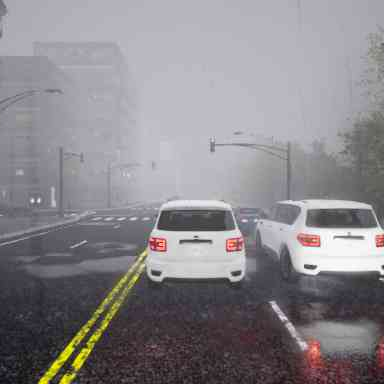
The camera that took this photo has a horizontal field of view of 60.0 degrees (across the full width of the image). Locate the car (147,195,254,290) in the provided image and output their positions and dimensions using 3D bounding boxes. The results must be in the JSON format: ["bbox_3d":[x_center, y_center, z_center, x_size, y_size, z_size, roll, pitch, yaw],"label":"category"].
[{"bbox_3d":[0.108,1.222,9.212,2.150,2.045,5.566,0,0,1],"label":"car"}]

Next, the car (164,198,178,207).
[{"bbox_3d":[-3.280,1.620,52.778,1.895,1.301,4.718,0,0,0],"label":"car"}]

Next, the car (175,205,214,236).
[{"bbox_3d":[0.123,1.551,19.768,2.033,1.411,5.357,0,0,0],"label":"car"}]

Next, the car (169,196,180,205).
[{"bbox_3d":[-3.247,1.553,61.700,1.812,1.442,4.674,0,0,0],"label":"car"}]

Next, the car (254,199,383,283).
[{"bbox_3d":[3.363,1.222,9.785,2.150,2.045,5.566,0,0,0],"label":"car"}]

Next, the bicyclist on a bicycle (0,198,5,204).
[{"bbox_3d":[-24.828,1.591,43.517,0.582,1.620,1.656,-1,0,-1],"label":"bicyclist on a bicycle"}]

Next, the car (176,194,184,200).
[{"bbox_3d":[-3.150,1.208,87.222,2.033,1.411,5.357,0,0,0],"label":"car"}]

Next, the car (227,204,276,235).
[{"bbox_3d":[3.374,1.551,19.965,2.033,1.411,5.357,0,0,0],"label":"car"}]

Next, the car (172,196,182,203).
[{"bbox_3d":[-3.169,1.537,71.992,1.837,1.490,4.892,0,0,0],"label":"car"}]

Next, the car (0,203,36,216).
[{"bbox_3d":[-19.033,1.845,34.868,4.718,1.301,1.895,-1,0,-3],"label":"car"}]
